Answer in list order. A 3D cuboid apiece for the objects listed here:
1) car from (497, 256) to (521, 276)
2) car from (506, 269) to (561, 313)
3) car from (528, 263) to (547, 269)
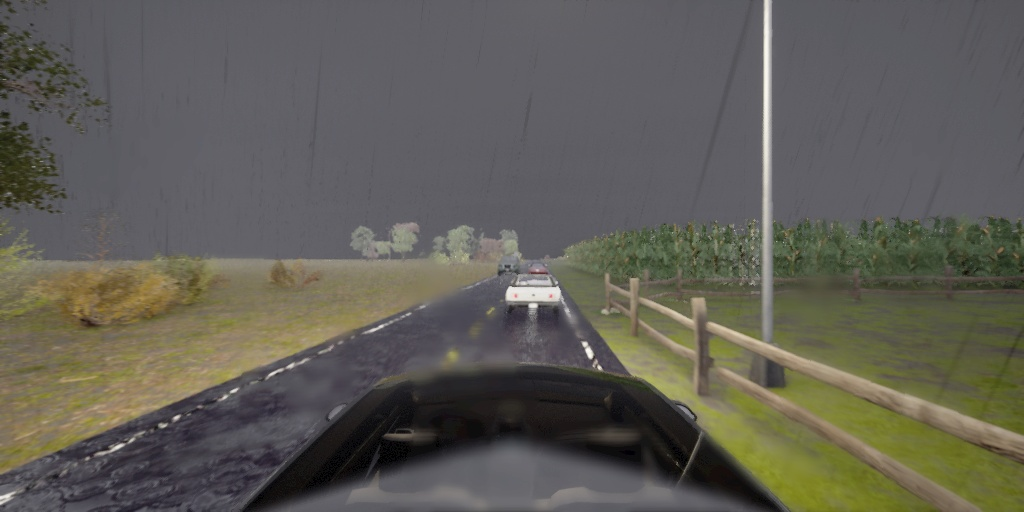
[{"bbox_3d":[-0.231,0.997,38.076,2.150,2.045,5.566,0,0,5],"label":"car"},{"bbox_3d":[0.876,1.369,14.168,1.895,1.301,4.718,0,0,4],"label":"car"},{"bbox_3d":[2.605,1.349,36.565,1.994,1.385,4.181,0,0,4],"label":"car"}]
